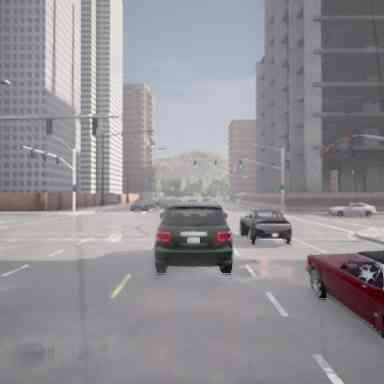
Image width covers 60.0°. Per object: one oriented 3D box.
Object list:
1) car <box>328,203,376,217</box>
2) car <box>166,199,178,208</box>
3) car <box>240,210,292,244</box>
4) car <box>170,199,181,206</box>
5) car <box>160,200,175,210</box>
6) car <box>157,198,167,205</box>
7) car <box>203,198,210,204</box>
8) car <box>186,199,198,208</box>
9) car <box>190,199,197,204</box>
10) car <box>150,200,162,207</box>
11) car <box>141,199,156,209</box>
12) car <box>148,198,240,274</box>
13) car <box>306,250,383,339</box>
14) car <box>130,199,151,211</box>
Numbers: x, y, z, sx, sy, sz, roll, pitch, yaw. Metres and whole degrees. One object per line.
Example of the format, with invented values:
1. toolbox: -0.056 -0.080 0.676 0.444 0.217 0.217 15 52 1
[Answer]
1. car: 16.595 1.846 34.537 4.674 1.442 1.812 0 -1 0
2. car: -3.596 2.068 60.592 1.837 1.490 4.892 0 -1 1
3. car: 3.546 1.647 16.642 2.128 1.511 4.902 0 -1 0
4. car: -3.390 2.207 70.355 1.994 1.385 4.181 0 -1 1
5. car: -3.758 1.981 51.213 1.837 1.490 4.892 0 -1 1
6. car: -6.814 2.199 75.512 1.837 1.490 4.892 0 -1 1
7. car: 3.887 2.325 88.828 1.837 1.490 4.892 0 -1 1
8. car: 0.087 2.069 62.094 2.128 1.511 4.902 0 -1 1
9. car: 0.388 2.421 88.909 1.895 1.301 4.718 0 -1 1
10. car: -6.996 2.207 65.192 1.895 1.301 4.718 0 -1 1
11. car: -7.190 2.025 55.853 1.837 1.490 4.892 0 -1 1
12. car: 0.059 1.325 11.010 2.150 2.045 5.566 0 0 0
13. car: 3.596 1.655 5.722 1.895 1.301 4.718 0 -1 0
14. car: -7.313 1.789 46.954 2.097 1.767 4.553 0 -1 1
